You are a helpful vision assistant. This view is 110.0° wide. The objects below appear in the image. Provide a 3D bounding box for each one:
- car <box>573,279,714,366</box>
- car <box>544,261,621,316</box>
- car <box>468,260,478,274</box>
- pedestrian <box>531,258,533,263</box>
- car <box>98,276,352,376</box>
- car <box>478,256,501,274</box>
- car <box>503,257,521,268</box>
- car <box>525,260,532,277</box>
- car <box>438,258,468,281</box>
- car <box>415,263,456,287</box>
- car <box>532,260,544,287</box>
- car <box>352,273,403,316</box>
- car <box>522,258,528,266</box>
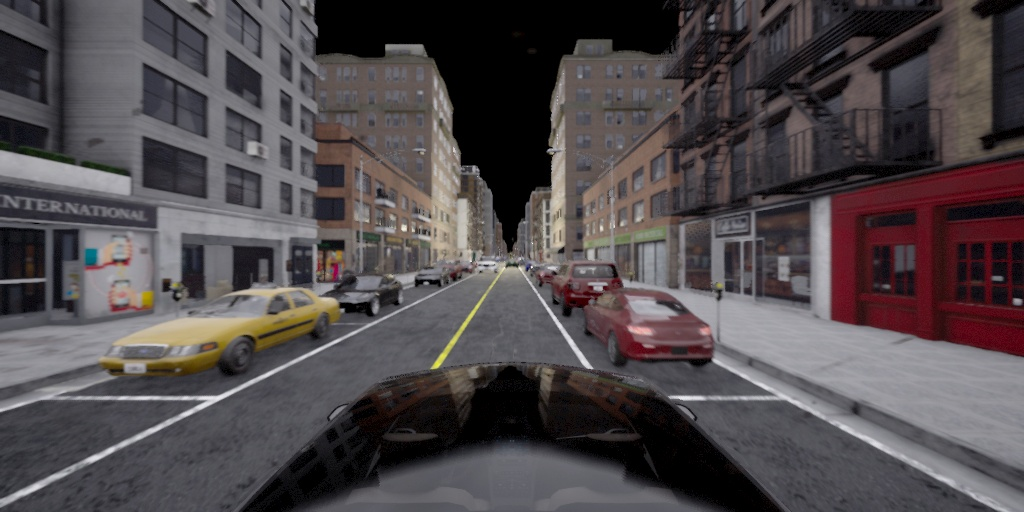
[{"bbox_3d":[2.636,1.342,7.713,1.802,1.307,4.207,0,0,0],"label":"car"},{"bbox_3d":[2.635,1.082,13.394,2.192,1.841,5.009,0,0,0],"label":"car"},{"bbox_3d":[-5.394,1.243,41.796,1.967,1.591,4.097,0,0,0],"label":"car"},{"bbox_3d":[2.743,1.108,50.840,0.375,1.860,0.375,0,0,-10],"label":"pedestrian"},{"bbox_3d":[-5.389,1.285,7.535,1.751,1.417,4.829,0,0,0],"label":"car"},{"bbox_3d":[-2.846,1.026,42.785,2.150,2.045,5.566,0,0,0],"label":"car"},{"bbox_3d":[-0.002,1.191,62.040,2.097,1.767,4.553,0,0,0],"label":"car"},{"bbox_3d":[2.632,1.346,36.119,2.007,1.370,4.403,0,0,0],"label":"car"},{"bbox_3d":[-5.392,1.103,30.432,2.192,1.841,5.009,0,0,0],"label":"car"},{"bbox_3d":[-5.391,1.347,24.751,1.948,1.339,4.313,0,0,0],"label":"car"},{"bbox_3d":[2.634,1.221,24.757,1.967,1.591,4.097,0,0,0],"label":"car"},{"bbox_3d":[-5.390,1.333,13.387,1.948,1.339,4.313,0,0,0],"label":"car"},{"bbox_3d":[2.743,1.288,47.836,1.882,1.535,5.008,0,0,0],"label":"car"}]
